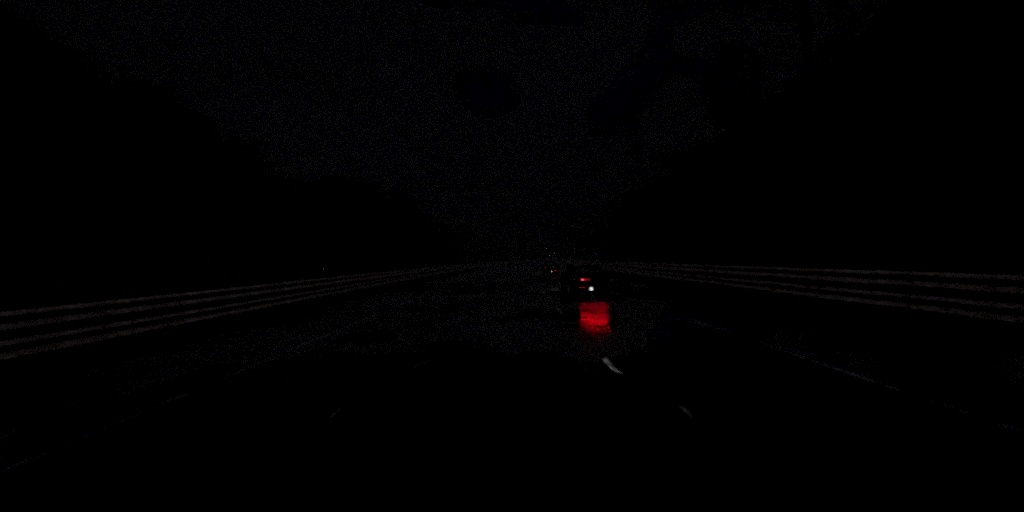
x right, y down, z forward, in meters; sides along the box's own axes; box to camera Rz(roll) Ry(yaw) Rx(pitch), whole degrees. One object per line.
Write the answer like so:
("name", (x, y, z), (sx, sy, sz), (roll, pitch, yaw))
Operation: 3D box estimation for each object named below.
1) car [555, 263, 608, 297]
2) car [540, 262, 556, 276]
("car", (3.640, 1.242, 18.779), (1.837, 1.490, 4.892), (-2, 0, 1))
("car", (4.237, 1.370, 39.889), (1.837, 1.490, 4.892), (-2, 0, 3))
